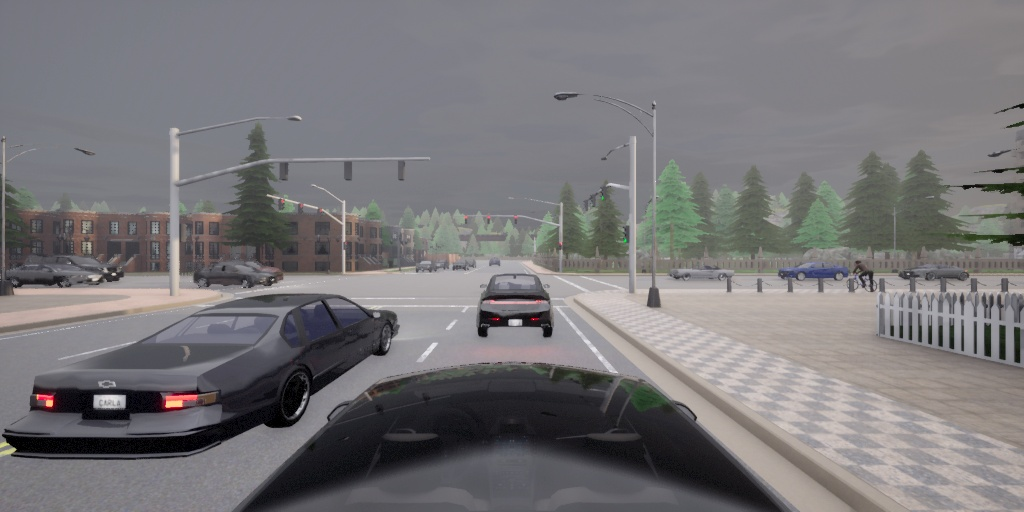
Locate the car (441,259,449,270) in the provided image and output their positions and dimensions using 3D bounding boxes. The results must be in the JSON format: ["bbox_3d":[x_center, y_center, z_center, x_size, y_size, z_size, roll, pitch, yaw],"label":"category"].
[{"bbox_3d":[-10.580,1.241,53.685,2.128,1.511,4.902,0,0,0],"label":"car"}]

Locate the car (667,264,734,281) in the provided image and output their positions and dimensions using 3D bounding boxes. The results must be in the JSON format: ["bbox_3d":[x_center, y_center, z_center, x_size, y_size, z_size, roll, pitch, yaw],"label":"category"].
[{"bbox_3d":[15.567,1.351,29.728,4.718,1.301,1.895,0,0,0],"label":"car"}]

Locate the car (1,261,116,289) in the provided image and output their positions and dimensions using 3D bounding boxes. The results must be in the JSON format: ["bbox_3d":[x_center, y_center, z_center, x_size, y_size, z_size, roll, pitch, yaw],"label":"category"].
[{"bbox_3d":[-29.012,1.242,22.775,4.902,1.511,2.128,0,0,-2],"label":"car"}]

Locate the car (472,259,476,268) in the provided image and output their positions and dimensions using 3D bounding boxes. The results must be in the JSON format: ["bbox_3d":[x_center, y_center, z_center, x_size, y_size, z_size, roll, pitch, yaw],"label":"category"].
[{"bbox_3d":[-7.049,1.255,59.980,1.837,1.490,4.892,0,0,0],"label":"car"}]

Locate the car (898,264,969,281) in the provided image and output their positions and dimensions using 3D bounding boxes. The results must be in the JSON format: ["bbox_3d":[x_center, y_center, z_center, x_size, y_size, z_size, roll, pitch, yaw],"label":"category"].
[{"bbox_3d":[34.833,1.314,29.692,4.181,1.385,1.994,0,0,1],"label":"car"}]

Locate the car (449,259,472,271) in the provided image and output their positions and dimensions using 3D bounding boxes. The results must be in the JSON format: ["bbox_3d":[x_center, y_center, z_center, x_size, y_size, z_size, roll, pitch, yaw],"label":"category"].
[{"bbox_3d":[-7.086,1.255,49.996,1.837,1.490,4.892,0,0,0],"label":"car"}]

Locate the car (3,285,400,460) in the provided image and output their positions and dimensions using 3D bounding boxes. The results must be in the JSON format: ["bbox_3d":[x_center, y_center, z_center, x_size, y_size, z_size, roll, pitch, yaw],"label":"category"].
[{"bbox_3d":[-3.436,1.297,5.589,2.033,1.411,5.357,0,0,0],"label":"car"}]

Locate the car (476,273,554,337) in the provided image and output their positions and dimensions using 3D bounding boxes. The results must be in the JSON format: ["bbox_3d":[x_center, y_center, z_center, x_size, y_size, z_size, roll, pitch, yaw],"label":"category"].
[{"bbox_3d":[0.083,1.242,10.257,2.128,1.511,4.902,0,0,0],"label":"car"}]

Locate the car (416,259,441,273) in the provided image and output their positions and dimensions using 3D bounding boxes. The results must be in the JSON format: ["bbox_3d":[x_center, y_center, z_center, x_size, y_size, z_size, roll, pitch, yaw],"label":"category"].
[{"bbox_3d":[-10.577,1.276,44.577,1.812,1.442,4.674,0,0,0],"label":"car"}]

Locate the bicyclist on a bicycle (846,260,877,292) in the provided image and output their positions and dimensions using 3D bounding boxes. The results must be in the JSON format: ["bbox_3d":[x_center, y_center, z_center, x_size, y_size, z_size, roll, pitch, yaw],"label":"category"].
[{"bbox_3d":[18.252,1.052,18.742,0.582,1.620,1.656,0,0,0],"label":"bicyclist on a bicycle"}]

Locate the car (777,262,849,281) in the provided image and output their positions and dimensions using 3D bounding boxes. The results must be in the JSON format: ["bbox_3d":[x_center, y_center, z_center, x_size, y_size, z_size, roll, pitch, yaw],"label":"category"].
[{"bbox_3d":[24.859,1.228,29.715,5.008,1.535,1.882,0,0,0],"label":"car"}]

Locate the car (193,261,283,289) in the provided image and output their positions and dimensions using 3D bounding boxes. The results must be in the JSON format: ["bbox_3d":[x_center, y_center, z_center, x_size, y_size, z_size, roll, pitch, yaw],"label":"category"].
[{"bbox_3d":[-17.433,1.255,22.721,4.892,1.490,1.837,0,-1,5],"label":"car"}]

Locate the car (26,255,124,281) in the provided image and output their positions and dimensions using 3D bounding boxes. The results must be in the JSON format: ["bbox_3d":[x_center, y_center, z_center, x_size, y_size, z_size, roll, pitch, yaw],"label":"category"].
[{"bbox_3d":[-31.990,0.968,26.157,5.566,2.045,2.150,0,0,-3],"label":"car"}]
